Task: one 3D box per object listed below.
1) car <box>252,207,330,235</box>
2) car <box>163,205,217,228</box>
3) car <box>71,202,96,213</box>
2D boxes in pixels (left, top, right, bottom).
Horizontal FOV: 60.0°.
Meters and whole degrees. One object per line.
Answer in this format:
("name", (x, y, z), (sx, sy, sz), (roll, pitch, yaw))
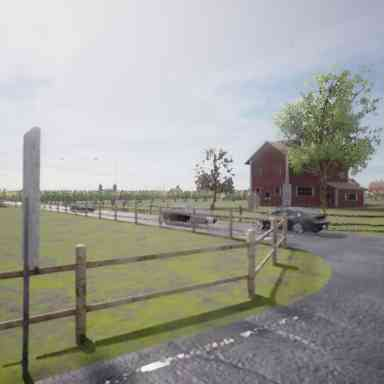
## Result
("car", (5.761, 1.663, 20.010), (1.837, 1.490, 4.892), (-2, 1, -36))
("car", (-0.218, 1.663, 23.783), (2.128, 1.511, 4.902), (1, -1, -36))
("car", (-14.002, 1.934, 42.721), (2.033, 1.411, 5.357), (1, -1, -36))
